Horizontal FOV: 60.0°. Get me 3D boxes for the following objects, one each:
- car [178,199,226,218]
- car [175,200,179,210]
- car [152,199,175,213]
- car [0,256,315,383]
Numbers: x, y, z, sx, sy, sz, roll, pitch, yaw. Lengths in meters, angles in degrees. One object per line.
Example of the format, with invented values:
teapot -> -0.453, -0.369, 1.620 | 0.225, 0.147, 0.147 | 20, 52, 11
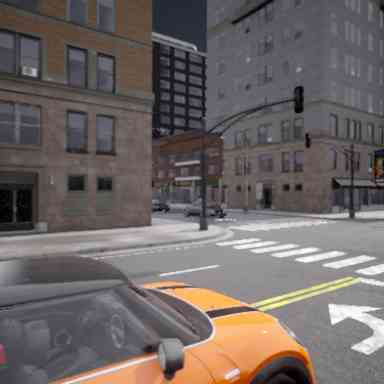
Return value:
car -> 1.030, 1.525, 28.338 | 1.994, 1.385, 4.181 | 0, 0, -36
car -> -2.233, 1.560, 38.081 | 1.895, 1.301, 4.718 | 0, 0, -35
car -> -4.353, 1.500, 35.966 | 2.033, 1.411, 5.357 | 0, 0, -35
car -> -1.053, 1.351, 2.689 | 4.553, 1.767, 2.097 | 0, 0, -35
